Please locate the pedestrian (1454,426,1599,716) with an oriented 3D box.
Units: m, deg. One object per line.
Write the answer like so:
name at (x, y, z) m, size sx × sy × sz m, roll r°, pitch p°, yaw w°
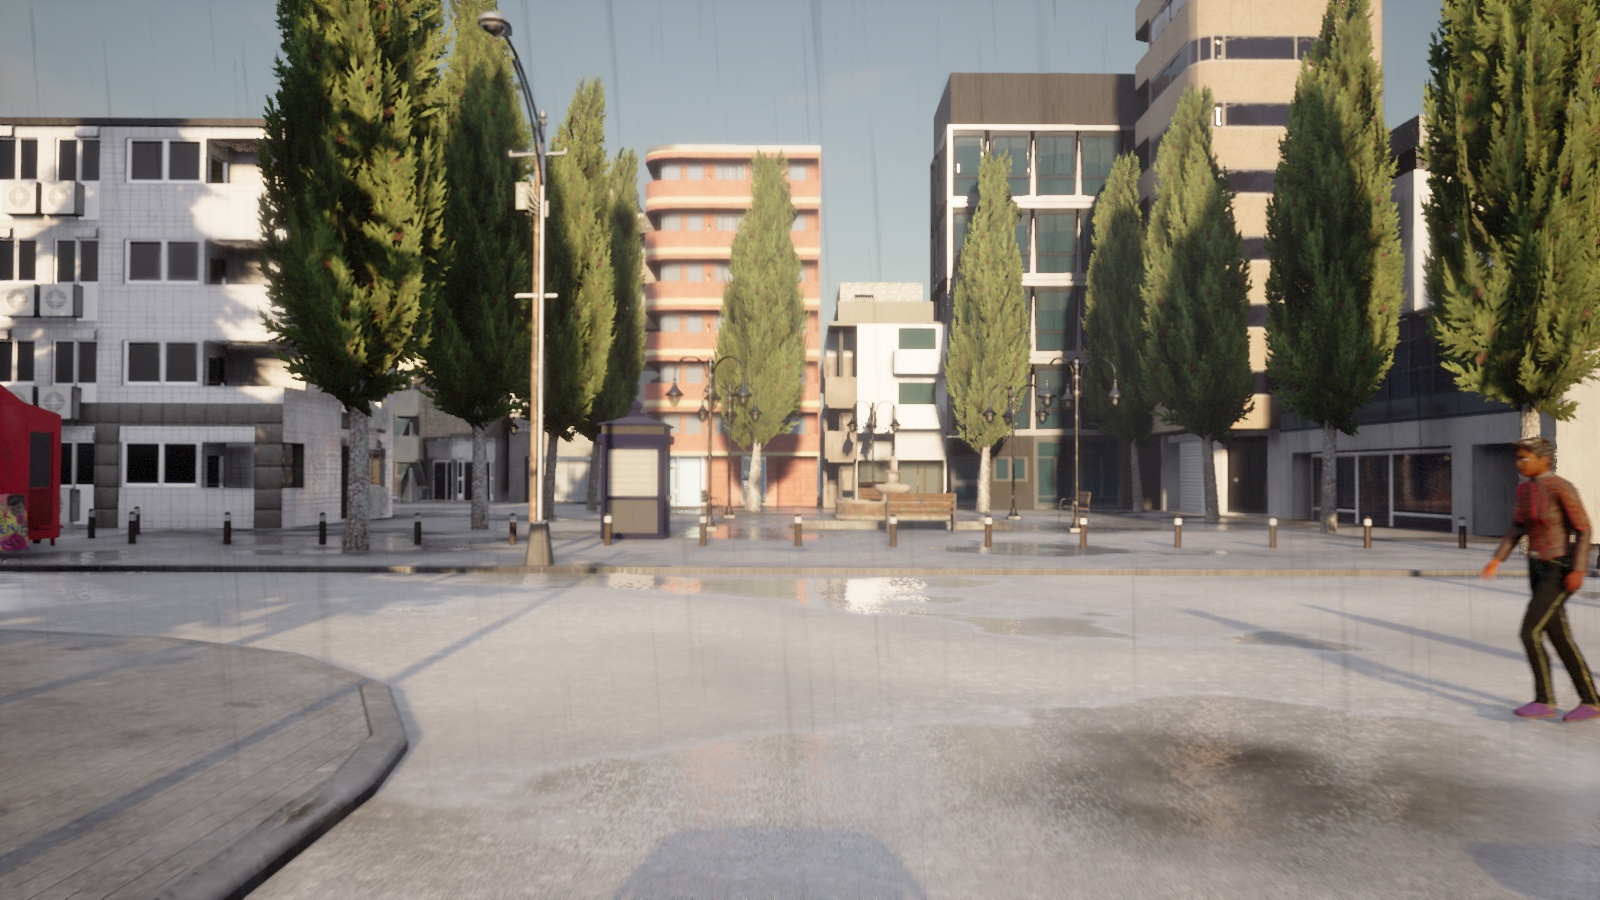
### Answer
pedestrian at (4.707, 0.758, 8.017) m, size 0.869 × 1.805 × 0.328 m, roll 0°, pitch -1°, yaw 0°
